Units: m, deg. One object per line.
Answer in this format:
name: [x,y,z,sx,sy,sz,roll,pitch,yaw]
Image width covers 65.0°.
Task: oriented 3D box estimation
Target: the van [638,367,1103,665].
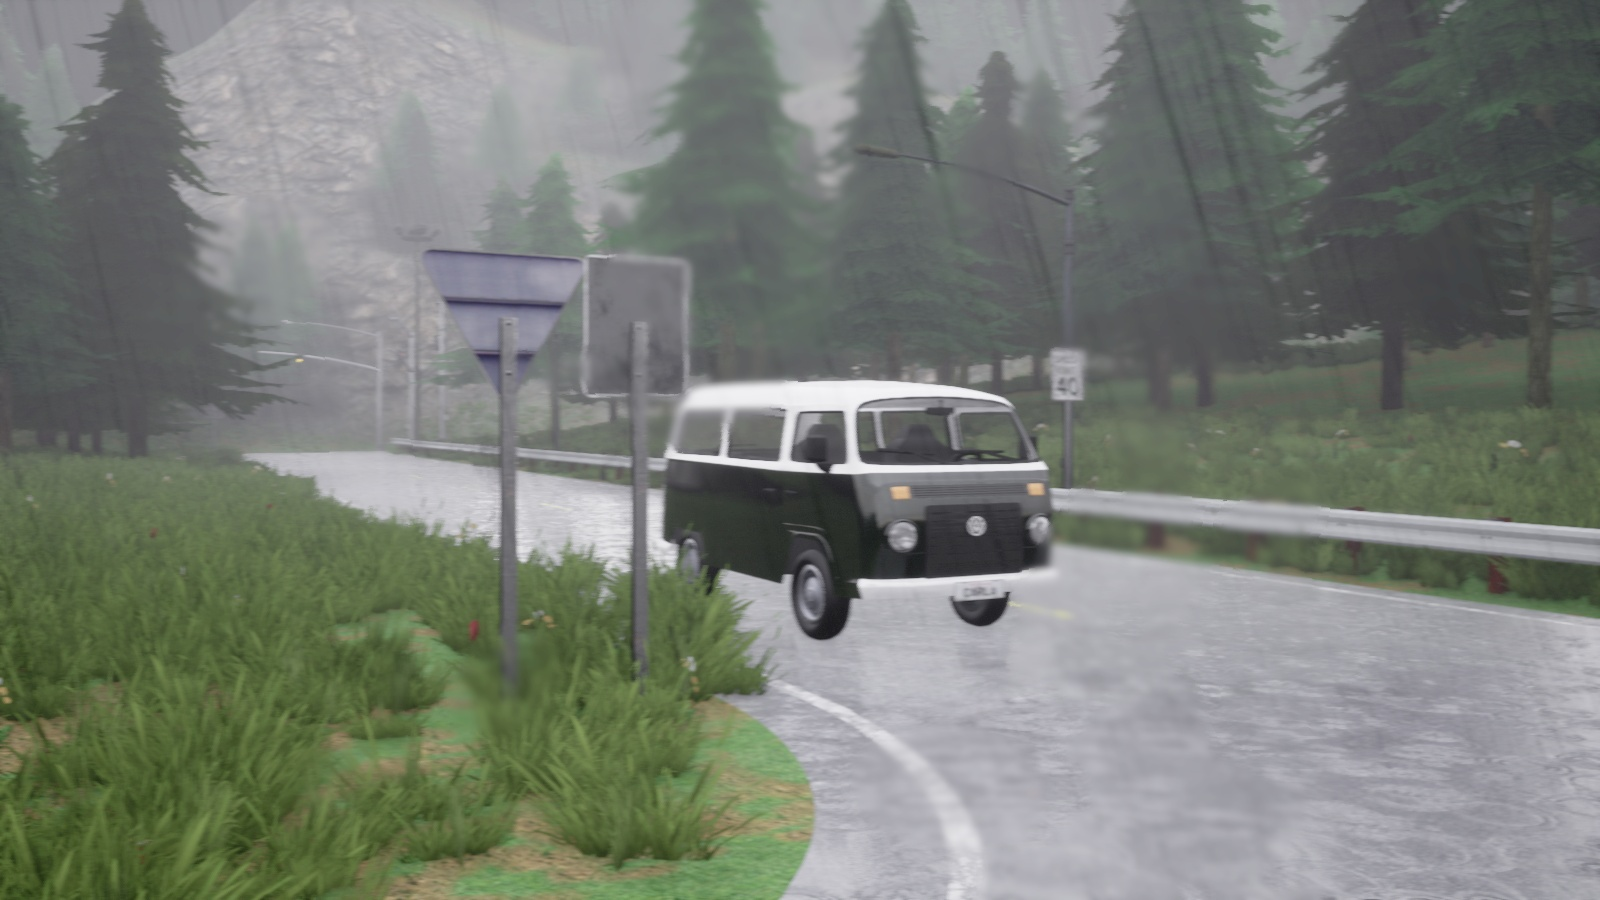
van: [0.340,0.401,11.031,2.069,2.038,4.480,-2,1,-27]
